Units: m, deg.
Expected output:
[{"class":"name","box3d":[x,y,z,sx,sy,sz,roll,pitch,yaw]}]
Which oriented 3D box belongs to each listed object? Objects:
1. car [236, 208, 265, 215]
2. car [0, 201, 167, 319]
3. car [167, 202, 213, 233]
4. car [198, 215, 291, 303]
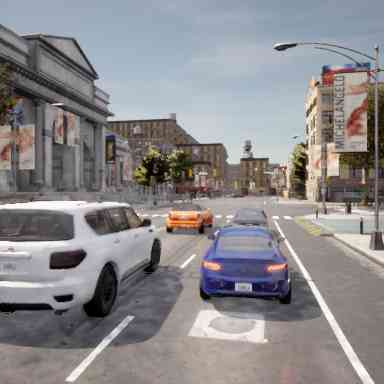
[{"class":"car","box3d":[3.091,1.547,17.537,2.033,1.411,5.357,0,0,11]},{"class":"car","box3d":[-2.325,1.218,7.663,2.150,2.045,5.566,0,0,9]},{"class":"car","box3d":[-0.020,1.352,19.771,2.097,1.767,4.553,0,0,11]},{"class":"car","box3d":[1.314,1.526,8.176,1.812,1.442,4.674,0,0,10]}]
